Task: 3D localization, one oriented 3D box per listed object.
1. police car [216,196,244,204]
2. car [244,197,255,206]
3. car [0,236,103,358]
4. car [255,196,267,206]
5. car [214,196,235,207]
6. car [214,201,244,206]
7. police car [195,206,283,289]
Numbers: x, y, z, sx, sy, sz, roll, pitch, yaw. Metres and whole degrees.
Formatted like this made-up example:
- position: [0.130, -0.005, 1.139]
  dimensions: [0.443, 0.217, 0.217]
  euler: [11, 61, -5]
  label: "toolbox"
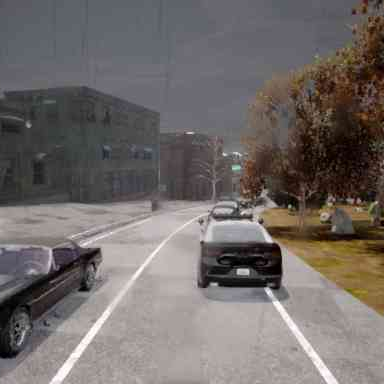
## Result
- position: [2.669, 1.355, 24.940]
  dimensions: [1.930, 1.638, 5.238]
  euler: [1, 0, 9]
  label: "police car"
- position: [6.741, 1.486, 44.537]
  dimensions: [1.895, 1.301, 4.718]
  euler: [2, 0, 20]
  label: "car"
- position: [-3.218, 1.581, 6.115]
  dimensions: [1.895, 1.301, 4.718]
  euler: [0, 0, 2]
  label: "car"
- position: [11.240, 1.450, 55.797]
  dimensions: [1.837, 1.490, 4.892]
  euler: [3, 1, 26]
  label: "car"
- position: [4.847, 1.349, 48.945]
  dimensions: [1.994, 1.385, 4.181]
  euler: [2, 1, 22]
  label: "car"
- position: [1.839, 1.477, 18.997]
  dimensions: [1.812, 1.442, 4.674]
  euler: [1, 0, 6]
  label: "car"
- position: [1.128, 1.405, 9.294]
  dimensions: [1.930, 1.638, 5.238]
  euler: [0, 0, 2]
  label: "police car"
